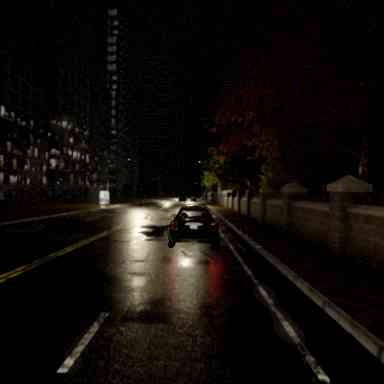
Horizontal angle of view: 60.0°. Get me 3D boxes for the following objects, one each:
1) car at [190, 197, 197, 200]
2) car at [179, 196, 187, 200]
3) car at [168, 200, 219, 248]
[{"bbox_3d":[0.520,2.138,92.368,2.128,1.511,4.902,1,0,0],"label":"car"},{"bbox_3d":[-2.727,2.106,92.801,1.994,1.385,4.181,1,0,0],"label":"car"},{"bbox_3d":[0.087,1.453,15.593,2.097,1.767,4.553,1,0,0],"label":"car"}]
